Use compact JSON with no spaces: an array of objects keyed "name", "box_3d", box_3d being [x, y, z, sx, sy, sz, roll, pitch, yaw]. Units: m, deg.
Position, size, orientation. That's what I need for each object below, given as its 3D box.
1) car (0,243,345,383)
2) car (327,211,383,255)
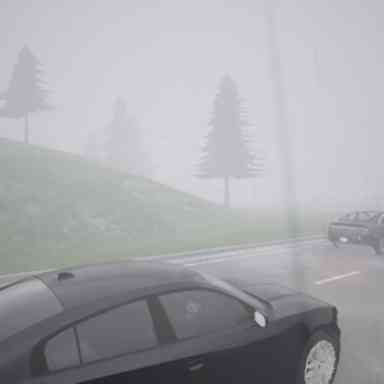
[{"name":"car","box_3d":[-0.450,1.479,3.425,5.008,1.535,1.882,0,0,-36]},{"name":"car","box_3d":[7.416,1.499,13.329,4.902,1.511,2.128,0,0,-35]}]
